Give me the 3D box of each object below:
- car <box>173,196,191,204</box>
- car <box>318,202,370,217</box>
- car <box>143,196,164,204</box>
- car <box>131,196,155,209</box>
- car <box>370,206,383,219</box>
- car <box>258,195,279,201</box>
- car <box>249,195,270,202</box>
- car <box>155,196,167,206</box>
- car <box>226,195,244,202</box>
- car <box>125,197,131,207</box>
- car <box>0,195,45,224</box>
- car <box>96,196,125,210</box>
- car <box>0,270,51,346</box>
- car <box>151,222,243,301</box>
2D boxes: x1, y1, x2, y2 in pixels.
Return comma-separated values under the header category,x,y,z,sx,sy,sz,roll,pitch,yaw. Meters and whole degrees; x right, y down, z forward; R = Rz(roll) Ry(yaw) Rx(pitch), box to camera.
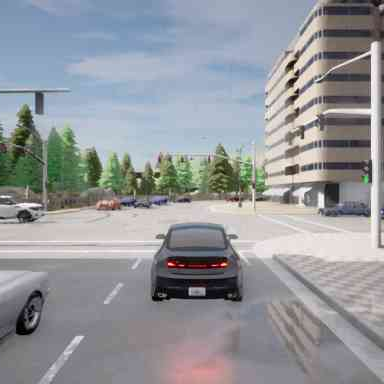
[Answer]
category,x,y,z,sx,sy,sz,roll,pitch,yaw
car,-1.942,1.477,65.838,1.882,1.535,5.008,0,0,28
car,14.607,1.603,30.949,5.357,1.411,2.033,0,0,0
car,-7.178,1.505,62.589,1.837,1.490,4.892,0,0,21
car,-6.739,1.564,46.042,1.994,1.385,4.181,0,0,0
car,17.703,1.581,27.439,4.674,1.442,1.812,0,0,0
car,18.524,1.500,80.512,4.892,1.490,1.837,0,0,-22
car,15.199,1.595,74.726,4.718,1.301,1.895,0,0,-33
car,-5.630,1.477,55.848,1.882,1.535,5.008,0,0,14
car,9.726,1.478,74.998,5.008,1.535,1.882,0,0,-41
car,-9.864,1.478,51.029,1.882,1.535,5.008,0,0,7
car,-13.871,1.258,24.361,5.566,2.045,2.150,-1,1,-11
car,-10.396,1.352,41.818,2.097,1.767,4.553,0,0,2
car,-3.426,1.601,3.762,1.895,1.301,4.718,0,0,0
car,0.117,1.505,8.282,1.837,1.490,4.892,0,0,1
